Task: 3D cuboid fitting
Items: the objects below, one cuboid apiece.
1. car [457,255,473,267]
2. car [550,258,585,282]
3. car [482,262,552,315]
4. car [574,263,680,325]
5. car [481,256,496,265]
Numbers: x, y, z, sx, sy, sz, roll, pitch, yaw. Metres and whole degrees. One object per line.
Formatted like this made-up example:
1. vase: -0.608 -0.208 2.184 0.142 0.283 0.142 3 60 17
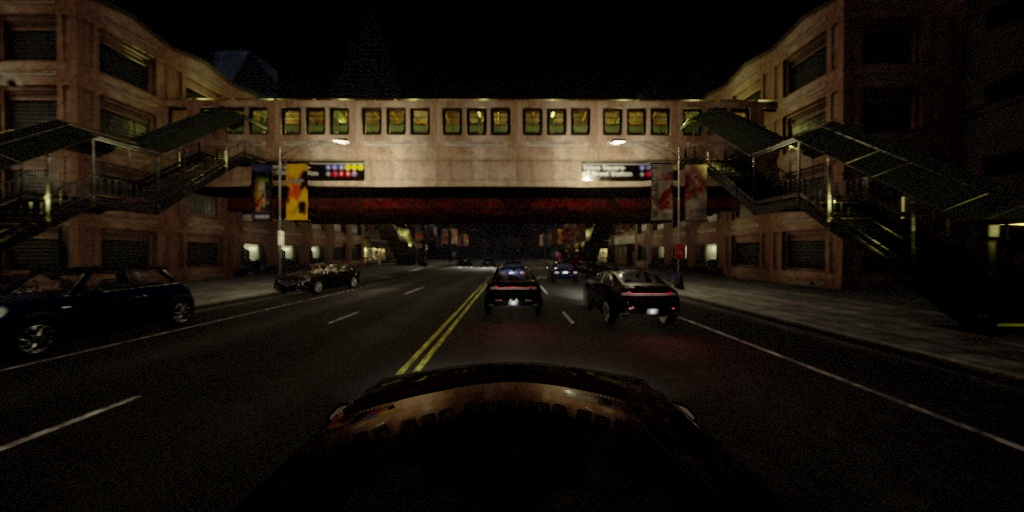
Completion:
1. car: -6.959 0.890 53.404 1.994 1.385 4.181 0 0 0
2. car: 3.575 1.099 25.880 2.033 1.411 5.357 0 1 1
3. car: 0.058 1.149 12.952 2.128 1.511 4.902 0 0 0
4. car: 3.548 1.162 11.427 2.128 1.511 4.902 0 0 0
5. car: -3.458 0.815 53.766 2.128 1.511 4.902 0 0 0
